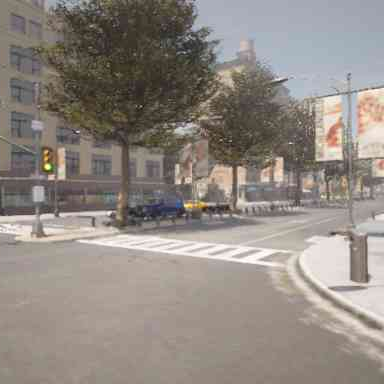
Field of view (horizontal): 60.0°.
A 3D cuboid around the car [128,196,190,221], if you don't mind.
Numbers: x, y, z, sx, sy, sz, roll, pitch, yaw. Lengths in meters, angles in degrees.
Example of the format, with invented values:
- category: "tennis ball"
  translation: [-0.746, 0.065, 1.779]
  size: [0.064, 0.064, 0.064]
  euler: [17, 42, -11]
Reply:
- category: "car"
  translation: [-2.902, 1.445, 30.616]
  size: [2.150, 2.045, 5.566]
  euler: [-1, 0, 35]

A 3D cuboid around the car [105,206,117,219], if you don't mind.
- category: "car"
  translation: [-6.122, 1.754, 32.105]
  size: [2.128, 1.511, 4.902]
  euler: [-1, 0, 36]

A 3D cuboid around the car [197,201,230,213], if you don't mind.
- category: "car"
  translation: [3.037, 1.825, 38.949]
  size: [1.895, 1.301, 4.718]
  euler: [-1, 0, 36]

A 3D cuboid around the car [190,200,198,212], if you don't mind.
- category: "car"
  translation: [-0.198, 1.740, 40.442]
  size: [1.882, 1.535, 5.008]
  euler: [-1, 0, 36]
